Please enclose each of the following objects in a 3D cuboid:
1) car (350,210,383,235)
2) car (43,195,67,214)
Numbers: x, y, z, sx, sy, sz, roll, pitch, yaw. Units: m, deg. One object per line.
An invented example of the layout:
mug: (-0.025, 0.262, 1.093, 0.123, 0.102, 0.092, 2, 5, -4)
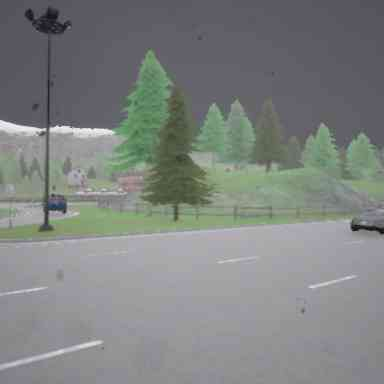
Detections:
car: (11.734, 1.793, 20.718, 4.181, 1.385, 1.994, 1, 0, -36)
car: (-15.053, 1.318, 36.627, 2.150, 2.045, 5.566, 2, -1, -24)
